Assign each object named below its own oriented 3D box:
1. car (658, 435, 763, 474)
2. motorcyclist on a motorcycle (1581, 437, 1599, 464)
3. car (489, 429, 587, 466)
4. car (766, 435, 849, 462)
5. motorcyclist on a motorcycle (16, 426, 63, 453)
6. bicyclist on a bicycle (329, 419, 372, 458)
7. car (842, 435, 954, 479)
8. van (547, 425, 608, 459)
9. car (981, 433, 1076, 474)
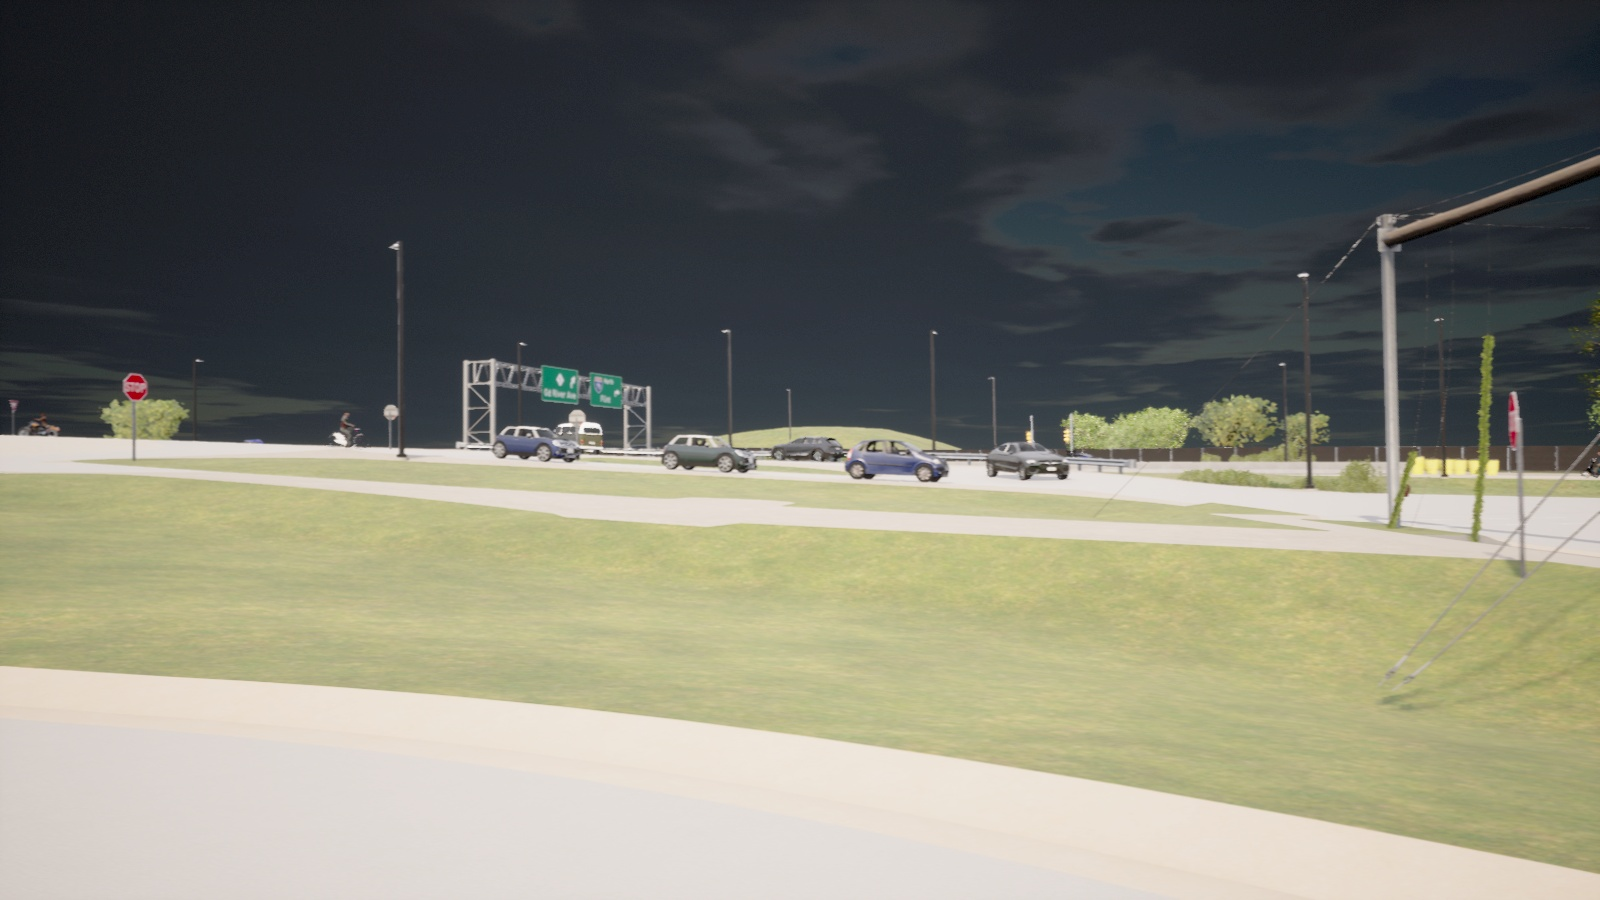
[{"bbox_3d":[-3.703,0.171,52.005,3.806,1.475,1.970,2,0,22],"label":"car"},{"bbox_3d":[48.053,0.032,75.430,1.817,1.590,0.866,-1,-1,21],"label":"motorcyclist on a motorcycle"},{"bbox_3d":[-11.561,-0.103,55.310,3.806,1.475,1.970,2,0,29],"label":"car"},{"bbox_3d":[0.439,-0.089,78.941,4.856,1.649,2.033,0,0,32],"label":"car"},{"bbox_3d":[-46.695,-0.646,77.115,2.350,1.649,0.766,0,-1,-8],"label":"motorcyclist on a motorcycle"},{"bbox_3d":[-21.517,-0.537,60.167,1.843,1.776,0.659,2,-2,-16],"label":"bicyclist on a bicycle"},{"bbox_3d":[3.848,0.283,49.091,3.988,1.617,1.851,1,0,20],"label":"car"},{"bbox_3d":[-14.357,-0.473,80.849,2.069,2.038,4.480,3,-2,-35],"label":"van"},{"bbox_3d":[10.154,0.118,56.223,2.152,1.651,5.027,-2,1,-16],"label":"car"}]
